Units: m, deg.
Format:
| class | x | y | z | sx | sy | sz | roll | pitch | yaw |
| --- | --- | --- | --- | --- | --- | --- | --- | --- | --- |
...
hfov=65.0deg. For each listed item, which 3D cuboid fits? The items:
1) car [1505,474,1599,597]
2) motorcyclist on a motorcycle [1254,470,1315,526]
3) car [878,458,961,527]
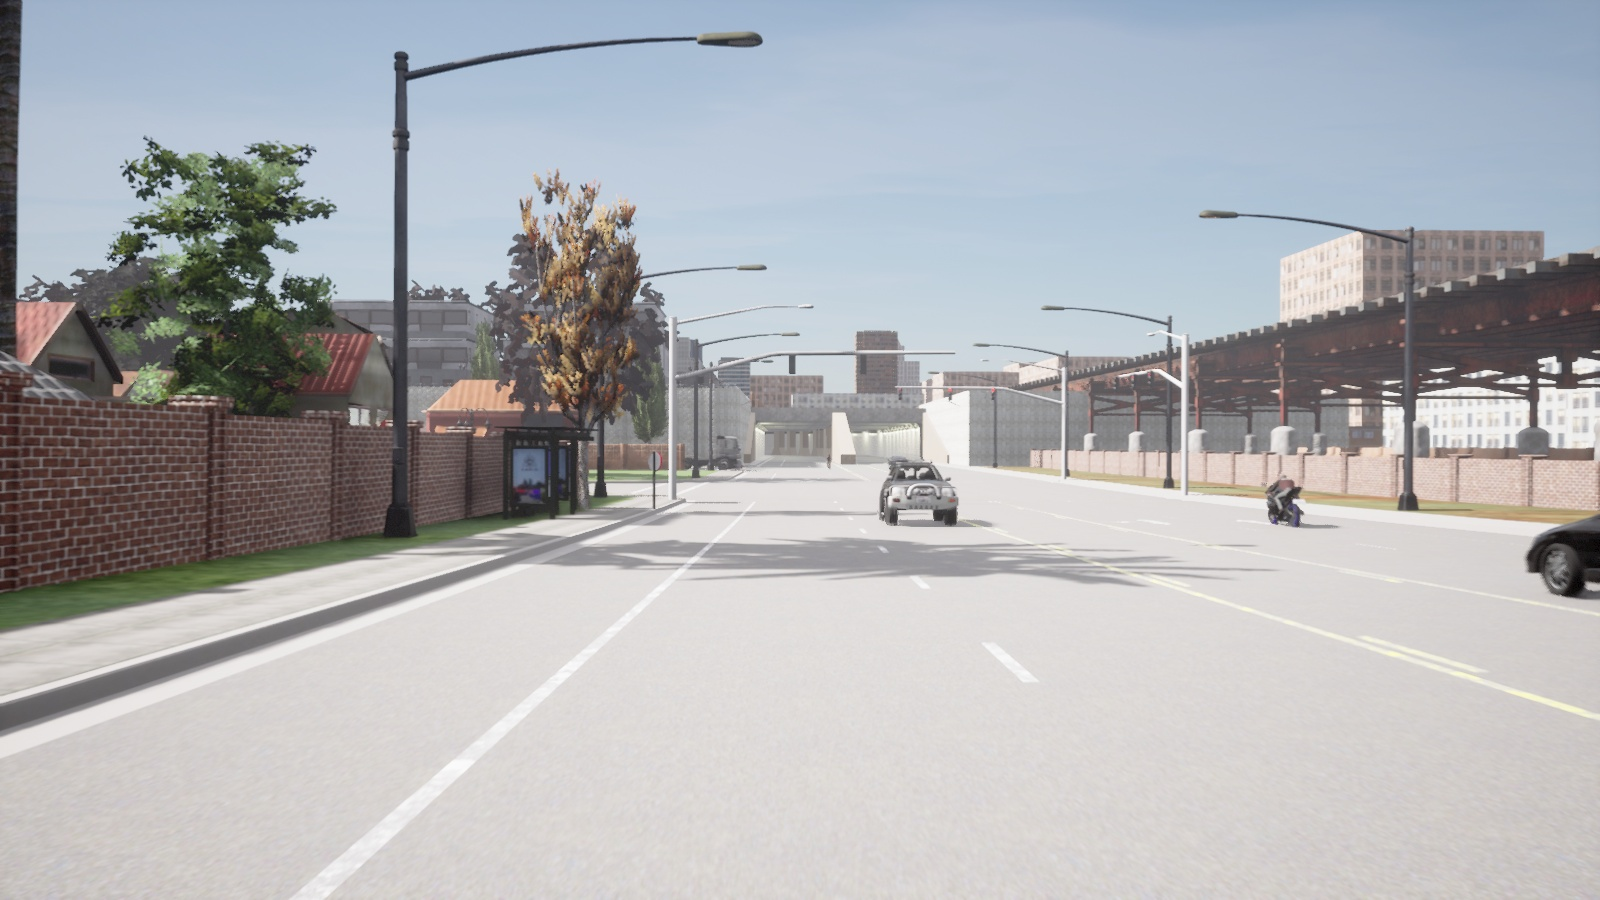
| class | x | y | z | sx | sy | sz | roll | pitch | yaw |
| --- | --- | --- | --- | --- | --- | --- | --- | --- | --- |
| car | 10.665 | 1.031 | 14.827 | 1.816 | 1.474 | 4.193 | 0 | -1 | -10 |
| motorcyclist on a motorcycle | 13.866 | 1.354 | 36.022 | 0.866 | 1.530 | 2.191 | 0 | 0 | 0 |
| car | 3.364 | 1.184 | 36.091 | 1.932 | 1.855 | 4.605 | 0 | -1 | 0 |
